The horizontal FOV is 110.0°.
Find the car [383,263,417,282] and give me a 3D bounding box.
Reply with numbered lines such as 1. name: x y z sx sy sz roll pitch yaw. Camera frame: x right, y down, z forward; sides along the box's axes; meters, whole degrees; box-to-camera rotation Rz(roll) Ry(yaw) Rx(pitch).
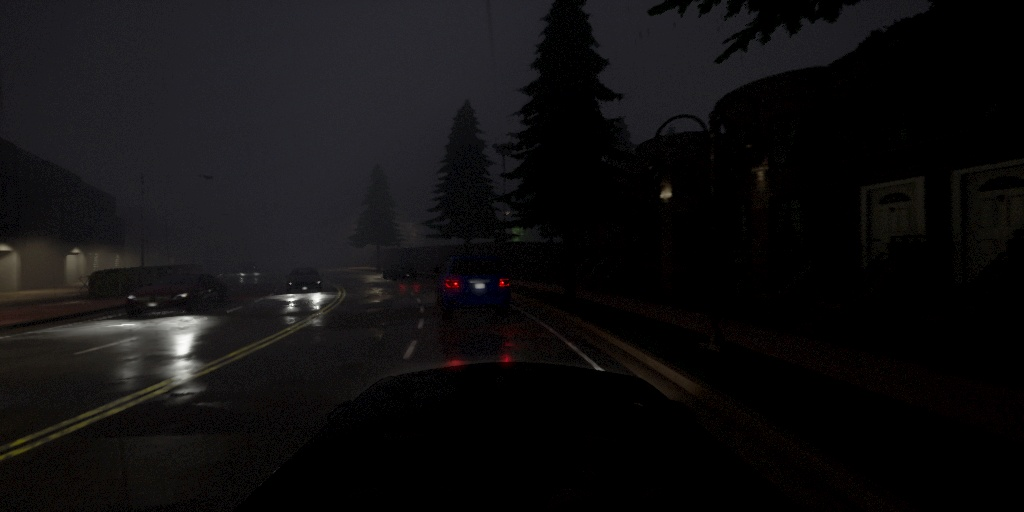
1. car: -9.522 1.320 30.266 2.128 1.511 4.902 0 0 -33

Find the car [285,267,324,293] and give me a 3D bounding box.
1. car: -12.764 1.403 22.124 2.033 1.411 5.357 0 0 -30

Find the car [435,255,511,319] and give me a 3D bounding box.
1. car: -1.580 0.984 13.176 2.150 2.045 5.566 0 0 -14

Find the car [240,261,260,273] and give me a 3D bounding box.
1. car: -36.210 1.467 49.576 1.837 1.490 4.892 0 0 -36

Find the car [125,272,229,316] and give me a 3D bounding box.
1. car: -13.089 1.384 14.390 1.812 1.442 4.674 0 0 -21
